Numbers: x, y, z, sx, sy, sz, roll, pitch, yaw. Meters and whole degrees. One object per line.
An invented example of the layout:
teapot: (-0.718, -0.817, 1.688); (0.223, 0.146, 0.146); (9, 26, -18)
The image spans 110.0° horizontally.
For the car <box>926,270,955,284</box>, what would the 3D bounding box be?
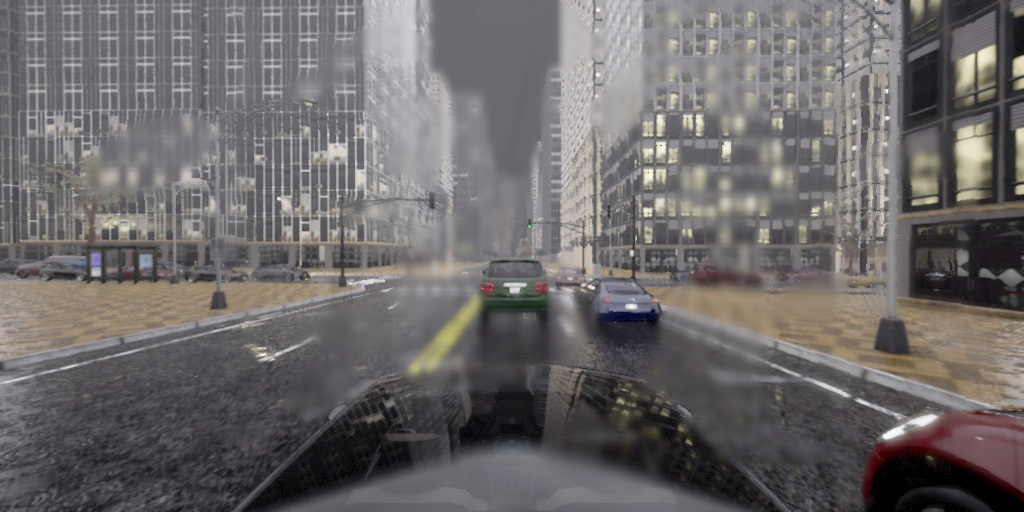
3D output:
car: (33.085, 1.901, 26.956); (4.207, 1.307, 1.802); (0, 0, 1)

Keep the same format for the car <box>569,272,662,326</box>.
car: (3.340, 1.397, 12.039); (1.994, 1.385, 4.181); (0, 0, 0)

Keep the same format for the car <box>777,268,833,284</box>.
car: (26.837, 1.786, 32.845); (4.181, 1.385, 1.994); (0, 0, 0)

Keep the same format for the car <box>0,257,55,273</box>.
car: (-47.163, 1.075, 34.104); (4.892, 1.490, 1.837); (1, 0, 1)

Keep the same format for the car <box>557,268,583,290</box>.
car: (4.077, 1.544, 24.243); (2.033, 1.411, 5.357); (-1, -3, 12)

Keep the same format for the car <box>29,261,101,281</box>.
car: (-34.124, 1.297, 28.015); (4.313, 1.339, 1.948); (0, 0, 1)

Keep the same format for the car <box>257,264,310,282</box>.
car: (-19.495, 1.405, 30.369); (4.181, 1.385, 1.994); (1, 0, 1)

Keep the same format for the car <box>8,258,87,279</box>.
car: (-39.537, 1.188, 30.764); (4.674, 1.442, 1.812); (1, 0, 2)

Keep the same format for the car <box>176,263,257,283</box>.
car: (-22.759, 1.398, 27.720); (4.313, 1.339, 1.948); (0, 0, 1)

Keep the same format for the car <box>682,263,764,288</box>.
car: (16.166, 1.489, 27.230); (5.009, 1.841, 2.192); (0, 0, 1)

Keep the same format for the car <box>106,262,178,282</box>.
car: (-28.443, 1.364, 27.848); (4.207, 1.307, 1.802); (0, 0, 1)

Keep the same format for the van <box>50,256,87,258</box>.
van: (-45.324, 0.907, 36.666); (3.998, 1.789, 1.690); (0, 0, 1)

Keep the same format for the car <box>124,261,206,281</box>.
car: (-29.465, 1.244, 30.562); (4.902, 1.511, 2.128); (1, 0, 1)

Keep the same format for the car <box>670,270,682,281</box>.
car: (16.843, 1.699, 33.001); (4.181, 1.385, 1.994); (0, 0, 1)

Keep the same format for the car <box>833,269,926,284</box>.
car: (27.615, 1.796, 27.044); (4.829, 1.417, 1.751); (0, 0, 1)

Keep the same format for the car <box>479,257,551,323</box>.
car: (0.089, 1.062, 12.723); (2.150, 2.045, 5.566); (0, 0, 0)

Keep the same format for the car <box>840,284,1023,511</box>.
car: (3.347, 1.091, 0.436); (2.097, 1.767, 4.553); (0, -1, 0)
